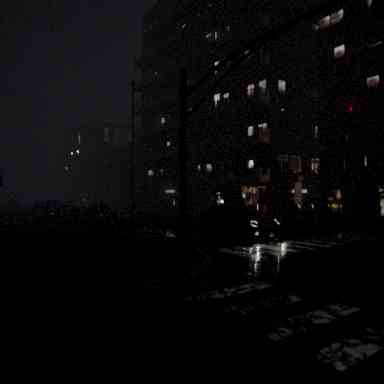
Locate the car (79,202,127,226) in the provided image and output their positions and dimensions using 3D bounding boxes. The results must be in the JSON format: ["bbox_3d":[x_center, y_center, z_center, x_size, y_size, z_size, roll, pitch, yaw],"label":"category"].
[{"bbox_3d":[-7.184,1.768,26.571,1.967,1.590,4.097,-1,0,-35],"label":"car"}]

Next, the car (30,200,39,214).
[{"bbox_3d":[-19.996,2.065,44.578,1.967,1.590,4.097,-1,0,-35],"label":"car"}]

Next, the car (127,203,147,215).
[{"bbox_3d":[-7.069,1.990,40.005,1.752,1.417,4.829,-1,0,-35],"label":"car"}]

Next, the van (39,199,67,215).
[{"bbox_3d":[-16.795,1.892,40.076,1.690,1.788,3.998,-1,0,-35],"label":"van"}]

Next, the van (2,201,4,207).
[{"bbox_3d":[-39.217,2.404,71.587,1.690,1.788,3.998,-1,0,-35],"label":"van"}]

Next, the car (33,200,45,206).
[{"bbox_3d":[-38.980,2.758,84.853,1.947,1.339,4.313,-1,0,-35],"label":"car"}]

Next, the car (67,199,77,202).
[{"bbox_3d":[-22.980,2.145,62.360,2.192,1.841,5.009,-1,0,-35],"label":"car"}]

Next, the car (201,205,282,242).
[{"bbox_3d":[2.455,1.496,17.469,2.097,1.767,4.553,0,-1,-35],"label":"car"}]

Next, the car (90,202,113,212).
[{"bbox_3d":[-13.372,2.176,48.863,1.947,1.339,4.313,-1,0,-35],"label":"car"}]

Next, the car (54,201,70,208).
[{"bbox_3d":[-26.176,2.447,66.858,1.887,1.381,4.507,-1,0,-35],"label":"car"}]

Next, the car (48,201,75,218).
[{"bbox_3d":[-13.588,2.028,35.574,2.008,1.369,4.403,-1,0,-35],"label":"car"}]

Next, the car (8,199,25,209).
[{"bbox_3d":[-32.809,2.357,62.584,1.967,1.590,4.097,-1,0,-35],"label":"car"}]

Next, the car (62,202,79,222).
[{"bbox_3d":[-10.287,1.926,30.934,1.752,1.417,4.829,-1,0,-35],"label":"car"}]

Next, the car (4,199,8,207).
[{"bbox_3d":[-36.010,2.535,67.086,1.887,1.381,4.507,-1,0,-35],"label":"car"}]
